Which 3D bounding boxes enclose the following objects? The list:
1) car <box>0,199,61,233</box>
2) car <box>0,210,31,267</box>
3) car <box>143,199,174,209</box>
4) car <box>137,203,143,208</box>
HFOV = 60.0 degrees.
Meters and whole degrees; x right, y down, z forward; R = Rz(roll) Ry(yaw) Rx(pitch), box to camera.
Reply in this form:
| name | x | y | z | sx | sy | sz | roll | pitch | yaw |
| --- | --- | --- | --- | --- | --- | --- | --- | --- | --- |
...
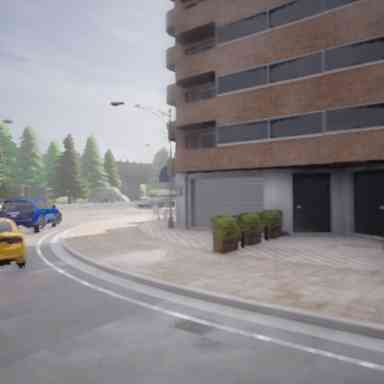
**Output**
| name | x | y | z | sx | sy | sz | roll | pitch | yaw |
| --- | --- | --- | --- | --- | --- | --- | --- | --- | --- |
| car | -10.342 | 1.457 | 21.609 | 2.150 | 2.045 | 5.566 | -1 | 0 | -5 |
| car | -6.817 | 1.611 | 11.270 | 1.882 | 1.535 | 5.008 | 0 | 0 | -31 |
| car | -4.851 | 1.854 | 51.776 | 1.882 | 1.535 | 5.008 | -1 | -1 | 36 |
| car | -6.671 | 1.963 | 55.212 | 2.033 | 1.411 | 5.357 | -1 | 0 | 36 |
